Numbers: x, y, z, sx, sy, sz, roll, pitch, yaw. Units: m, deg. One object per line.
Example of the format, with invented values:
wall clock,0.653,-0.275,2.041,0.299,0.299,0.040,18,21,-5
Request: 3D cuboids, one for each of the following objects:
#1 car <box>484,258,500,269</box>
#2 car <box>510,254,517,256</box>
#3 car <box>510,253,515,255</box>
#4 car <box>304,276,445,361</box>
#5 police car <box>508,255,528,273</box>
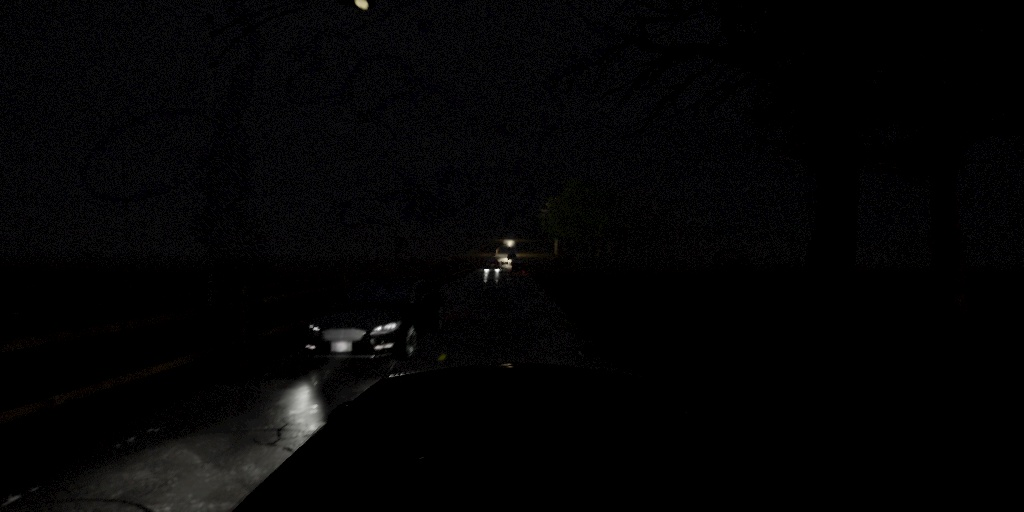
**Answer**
car,-2.785,1.062,51.555,1.812,1.442,4.674,0,1,1
car,0.833,0.969,52.796,1.801,1.575,5.366,0,1,0
car,0.834,0.842,58.794,1.801,1.575,5.366,0,1,0
car,-2.846,1.250,8.430,2.128,1.511,4.902,0,0,0
police car,0.832,1.088,42.719,1.930,1.638,5.238,0,1,0
